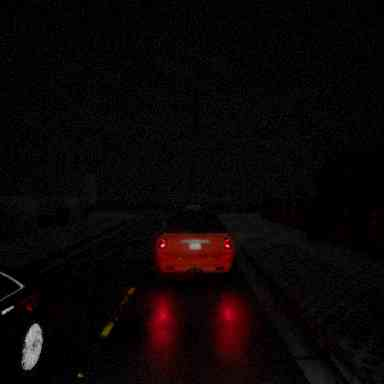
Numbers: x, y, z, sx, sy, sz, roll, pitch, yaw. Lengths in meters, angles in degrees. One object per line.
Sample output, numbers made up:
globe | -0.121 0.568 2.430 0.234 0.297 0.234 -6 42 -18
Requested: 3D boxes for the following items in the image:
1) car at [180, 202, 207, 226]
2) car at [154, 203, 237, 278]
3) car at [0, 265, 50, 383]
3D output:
car | 0.094 1.500 24.307 1.812 1.442 4.674 0 0 0
car | 0.096 1.339 10.243 2.097 1.767 4.553 0 0 0
car | -2.849 1.500 2.678 1.837 1.490 4.892 0 0 0
